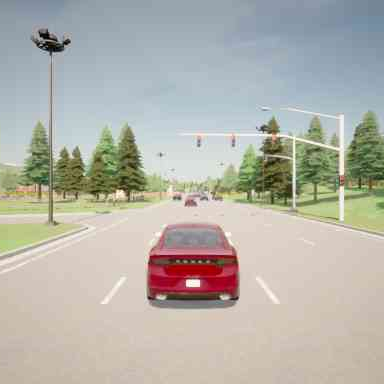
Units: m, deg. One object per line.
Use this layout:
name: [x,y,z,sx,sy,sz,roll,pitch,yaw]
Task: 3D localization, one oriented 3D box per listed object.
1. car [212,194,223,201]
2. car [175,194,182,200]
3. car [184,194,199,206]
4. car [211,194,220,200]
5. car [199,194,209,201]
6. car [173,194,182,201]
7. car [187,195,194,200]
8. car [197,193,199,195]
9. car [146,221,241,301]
car: [6.684,1.516,83.660,2.128,1.511,4.902,0,0,0]
car: [-3.855,1.310,94.040,1.882,1.535,5.008,0,0,0]
car: [-0.199,1.525,53.020,1.812,1.442,4.674,0,0,0]
car: [6.645,1.372,94.080,2.033,1.411,5.357,0,0,0]
car: [3.183,1.516,84.063,1.812,1.442,4.674,0,0,0]
car: [-3.816,1.469,83.620,1.882,1.535,5.008,0,0,0]
car: [-0.355,1.427,94.083,1.895,1.301,4.718,0,0,0]
car: [3.145,1.357,94.066,2.128,1.511,4.902,0,0,0]
car: [0.031,1.478,8.418,1.882,1.535,5.008,0,0,0]
